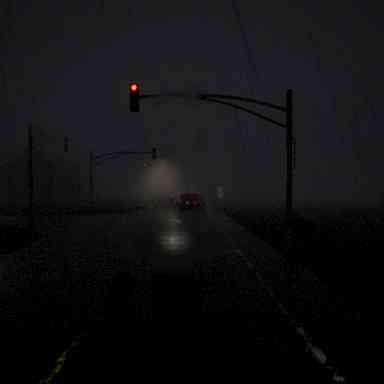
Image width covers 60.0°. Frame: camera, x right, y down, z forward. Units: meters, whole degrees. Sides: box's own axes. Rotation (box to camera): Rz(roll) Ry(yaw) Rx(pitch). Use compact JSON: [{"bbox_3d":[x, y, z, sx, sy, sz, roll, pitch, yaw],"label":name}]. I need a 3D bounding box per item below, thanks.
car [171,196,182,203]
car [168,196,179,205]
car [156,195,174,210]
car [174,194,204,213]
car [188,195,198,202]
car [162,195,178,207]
[{"bbox_3d":[-3.286,1.509,70.859,1.994,1.385,4.181,0,0,0],"label":"car"},{"bbox_3d":[-3.386,1.495,61.114,1.812,1.442,4.674,0,0,1],"label":"car"},{"bbox_3d":[-3.459,1.340,43.517,2.097,1.767,4.553,0,0,0],"label":"car"},{"bbox_3d":[-0.018,1.215,36.795,2.150,2.045,5.566,1,0,10],"label":"car"},{"bbox_3d":[0.245,1.465,79.850,2.128,1.511,4.902,0,0,0],"label":"car"},{"bbox_3d":[-3.431,1.331,52.298,2.097,1.767,4.553,0,0,0],"label":"car"}]
